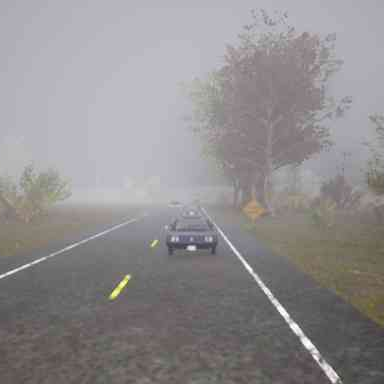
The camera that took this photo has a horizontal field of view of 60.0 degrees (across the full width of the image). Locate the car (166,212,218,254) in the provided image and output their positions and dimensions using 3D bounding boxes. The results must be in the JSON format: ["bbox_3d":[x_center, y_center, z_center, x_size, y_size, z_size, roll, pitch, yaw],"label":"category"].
[{"bbox_3d":[-0.001,1.729,14.101,1.895,1.301,4.718,0,0,0],"label":"car"}]

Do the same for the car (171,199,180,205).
[{"bbox_3d":[-3.519,2.155,71.744,1.895,1.301,4.718,0,0,0],"label":"car"}]

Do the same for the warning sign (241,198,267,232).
[{"bbox_3d":[3.569,1.289,19.252,1.300,1.860,1.060,1,1,0],"label":"warning sign"}]

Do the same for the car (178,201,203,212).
[{"bbox_3d":[-0.006,1.804,28.985,2.033,1.411,5.357,0,0,0],"label":"car"}]

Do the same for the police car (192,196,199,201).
[{"bbox_3d":[1.027,2.096,89.401,1.930,1.638,5.238,0,0,0],"label":"police car"}]
